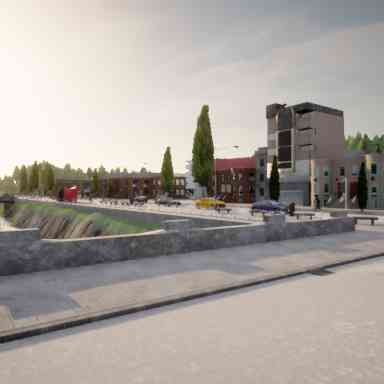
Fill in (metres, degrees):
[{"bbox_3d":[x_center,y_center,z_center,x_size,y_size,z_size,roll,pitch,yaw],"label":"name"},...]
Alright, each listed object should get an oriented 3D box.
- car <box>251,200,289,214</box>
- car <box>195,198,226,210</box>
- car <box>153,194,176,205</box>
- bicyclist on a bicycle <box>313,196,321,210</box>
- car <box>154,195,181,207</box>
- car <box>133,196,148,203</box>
[{"bbox_3d":[8.203,1.526,34.688,1.812,1.442,4.674,0,0,-36],"label":"car"},{"bbox_3d":[2.320,1.478,42.931,1.882,1.535,5.008,0,0,-35],"label":"car"},{"bbox_3d":[-5.044,1.352,60.515,2.097,1.767,4.553,0,0,-36],"label":"car"},{"bbox_3d":[14.931,1.349,39.684,1.656,1.620,0.582,0,0,-35],"label":"bicyclist on a bicycle"},{"bbox_3d":[-3.797,1.547,51.567,2.033,1.411,5.357,0,0,-35],"label":"car"},{"bbox_3d":[-10.772,1.526,68.555,1.812,1.442,4.674,0,0,-36],"label":"car"}]
